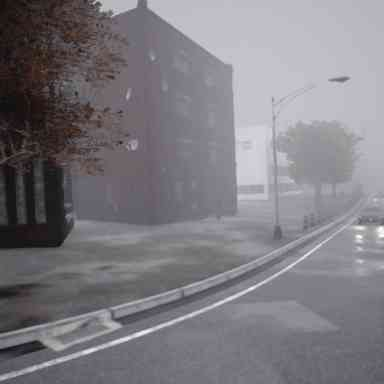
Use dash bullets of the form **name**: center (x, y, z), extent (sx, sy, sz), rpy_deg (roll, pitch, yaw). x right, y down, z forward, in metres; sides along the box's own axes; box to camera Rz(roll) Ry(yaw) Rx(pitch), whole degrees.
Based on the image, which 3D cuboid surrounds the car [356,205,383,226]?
- **car**: center (14.709, 1.863, 27.233), extent (1.837, 1.490, 4.892), rpy_deg (-2, -1, 30)

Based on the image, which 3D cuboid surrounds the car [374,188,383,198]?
- **car**: center (35.621, 0.181, 62.783), extent (2.097, 1.767, 4.553), rpy_deg (-2, 2, 30)
